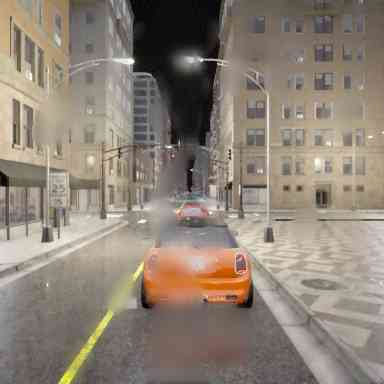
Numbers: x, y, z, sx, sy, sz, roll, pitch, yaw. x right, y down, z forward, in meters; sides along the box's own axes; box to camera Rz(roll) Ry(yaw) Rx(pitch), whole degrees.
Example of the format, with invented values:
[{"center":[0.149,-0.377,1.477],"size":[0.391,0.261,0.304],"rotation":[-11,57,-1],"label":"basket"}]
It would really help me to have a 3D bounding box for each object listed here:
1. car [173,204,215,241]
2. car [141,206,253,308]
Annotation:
[{"center":[0.084,1.477,17.656],"size":[1.882,1.535,5.008],"rotation":[0,0,0],"label":"car"},{"center":[0.089,1.352,8.056],"size":[2.097,1.767,4.553],"rotation":[0,0,0],"label":"car"}]
